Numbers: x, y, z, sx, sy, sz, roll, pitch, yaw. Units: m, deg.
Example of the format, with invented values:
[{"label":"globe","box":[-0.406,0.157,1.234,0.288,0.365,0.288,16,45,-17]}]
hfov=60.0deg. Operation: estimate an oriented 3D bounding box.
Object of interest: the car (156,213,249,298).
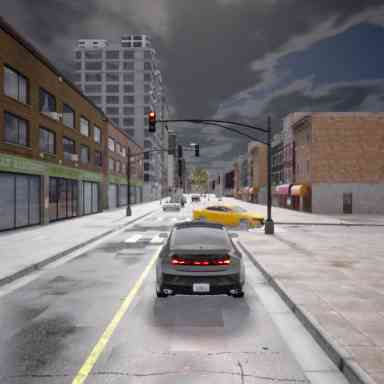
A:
[{"label":"car","box":[0.176,1.505,8.526,1.837,1.490,4.892,0,0,0]}]

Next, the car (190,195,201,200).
[{"label":"car","box":[0.759,1.473,71.805,1.837,1.490,4.892,0,0,1]}]

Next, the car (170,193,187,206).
[{"label":"car","box":[-2.325,1.211,53.187,2.150,2.045,5.566,0,0,1]}]

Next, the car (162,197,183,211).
[{"label":"car","box":[-2.465,1.600,39.867,1.895,1.301,4.718,0,0,1]}]

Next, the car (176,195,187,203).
[{"label":"car","box":[-2.076,1.495,69.227,2.128,1.511,4.902,0,0,1]}]

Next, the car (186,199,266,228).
[{"label":"car","box":[2.335,1.527,21.615,5.008,1.535,1.882,1,1,34]}]
